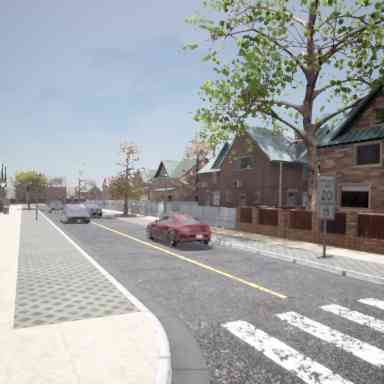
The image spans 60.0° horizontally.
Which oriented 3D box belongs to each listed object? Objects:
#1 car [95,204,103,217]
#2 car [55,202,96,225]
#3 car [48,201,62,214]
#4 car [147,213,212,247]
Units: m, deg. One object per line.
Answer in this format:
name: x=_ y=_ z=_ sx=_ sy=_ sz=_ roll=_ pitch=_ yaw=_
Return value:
car: x=-11.335 y=2.026 z=37.109 sx=2.033 sy=1.411 sz=5.357 roll=2 pitch=-2 yaw=-27
car: x=-9.652 y=1.841 z=27.317 sx=2.033 sy=1.411 sz=5.357 roll=2 pitch=-1 yaw=-27
car: x=-17.337 y=1.898 z=42.624 sx=1.837 sy=1.490 sz=4.892 roll=2 pitch=-2 yaw=-27
car: x=-0.722 y=1.772 z=16.278 sx=1.812 sy=1.442 sz=4.674 roll=2 pitch=-1 yaw=-27
